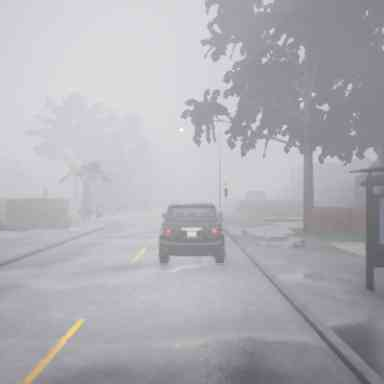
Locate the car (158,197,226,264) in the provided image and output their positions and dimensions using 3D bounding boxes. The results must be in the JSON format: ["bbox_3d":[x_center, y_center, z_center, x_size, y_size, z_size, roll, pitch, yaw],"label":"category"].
[{"bbox_3d":[0.009,1.360,12.561,2.150,2.045,5.566,0,0,0],"label":"car"}]

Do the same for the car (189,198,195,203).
[{"bbox_3d":[-0.032,2.363,94.323,1.812,1.442,4.674,0,-1,0],"label":"car"}]

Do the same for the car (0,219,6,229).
[{"bbox_3d":[-12.890,1.544,17.610,5.357,1.415,2.033,0,-1,3],"label":"car"}]

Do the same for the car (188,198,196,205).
[{"bbox_3d":[-0.028,2.365,83.903,1.882,1.535,5.008,0,-1,0],"label":"car"}]
